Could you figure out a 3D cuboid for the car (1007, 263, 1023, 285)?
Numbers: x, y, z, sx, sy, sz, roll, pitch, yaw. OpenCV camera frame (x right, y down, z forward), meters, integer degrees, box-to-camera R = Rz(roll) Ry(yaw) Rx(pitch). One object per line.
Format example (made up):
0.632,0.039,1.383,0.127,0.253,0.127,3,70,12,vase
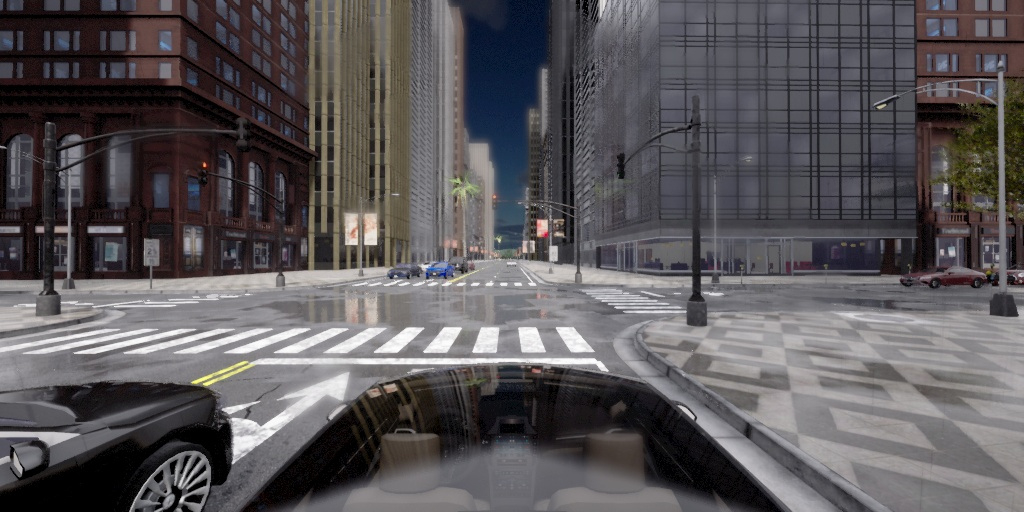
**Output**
32.073,1.117,22.090,4.097,1.591,1.967,0,0,-1,car

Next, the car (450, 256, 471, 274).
-6.659,1.067,43.656,2.150,2.045,5.566,0,0,0,car

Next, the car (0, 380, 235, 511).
-3.138,1.241,0.908,2.128,1.511,4.902,0,0,-1,car

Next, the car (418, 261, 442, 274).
-9.913,1.371,43.705,1.812,1.442,4.674,0,0,0,car

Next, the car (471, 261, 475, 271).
-6.657,1.411,53.946,1.812,1.442,4.674,0,0,0,car

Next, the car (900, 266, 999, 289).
26.435,1.275,21.994,4.207,1.307,1.802,0,0,-1,car

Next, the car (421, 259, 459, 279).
-6.643,1.291,33.548,1.882,1.535,5.008,0,0,2,car

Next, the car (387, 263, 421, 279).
-9.863,1.361,33.518,2.033,1.411,5.357,0,0,3,car
